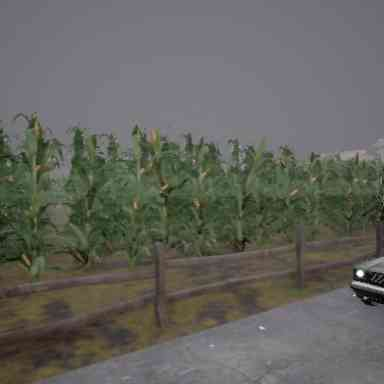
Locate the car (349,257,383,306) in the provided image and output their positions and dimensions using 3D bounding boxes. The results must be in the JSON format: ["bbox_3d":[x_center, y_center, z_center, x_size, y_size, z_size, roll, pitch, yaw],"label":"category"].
[{"bbox_3d":[5.288,1.596,6.834,4.718,1.301,1.895,0,0,-35],"label":"car"}]
